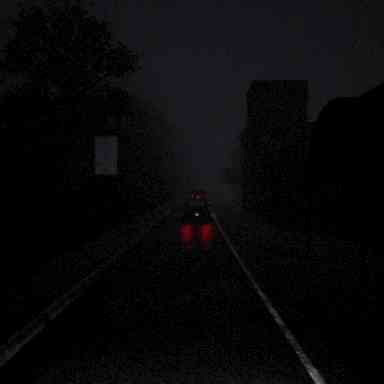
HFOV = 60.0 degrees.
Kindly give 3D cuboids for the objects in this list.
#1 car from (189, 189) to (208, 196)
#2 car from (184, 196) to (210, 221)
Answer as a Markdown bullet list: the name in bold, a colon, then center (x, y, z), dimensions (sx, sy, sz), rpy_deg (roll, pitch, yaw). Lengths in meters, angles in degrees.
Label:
- **car**: center (0.841, 0.652, 42.979), dimensions (2.150, 2.045, 5.566), rpy_deg (0, 1, 2)
- **car**: center (0.360, 1.279, 24.741), dimensions (1.812, 1.442, 4.674), rpy_deg (0, 1, 1)
